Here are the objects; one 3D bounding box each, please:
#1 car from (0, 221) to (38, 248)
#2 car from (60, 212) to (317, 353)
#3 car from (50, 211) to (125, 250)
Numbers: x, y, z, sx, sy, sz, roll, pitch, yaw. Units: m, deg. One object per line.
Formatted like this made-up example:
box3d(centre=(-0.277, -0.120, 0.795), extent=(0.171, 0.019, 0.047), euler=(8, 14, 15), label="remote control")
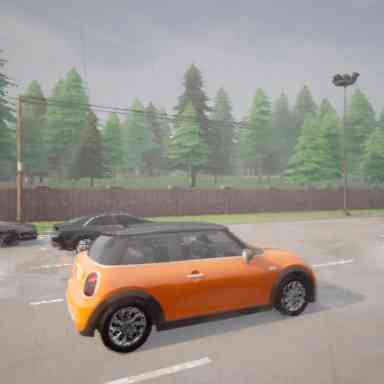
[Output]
box3d(centre=(-9.158, 1.541, 13.381), extent=(5.357, 1.411, 2.033), euler=(0, 0, -26), label="car")
box3d(centre=(0.108, 1.341, 6.211), extent=(4.553, 1.767, 2.097), euler=(0, 0, -26), label="car")
box3d(centre=(-2.712, 1.488, 12.625), extent=(4.892, 1.490, 1.837), euler=(0, 0, -26), label="car")
